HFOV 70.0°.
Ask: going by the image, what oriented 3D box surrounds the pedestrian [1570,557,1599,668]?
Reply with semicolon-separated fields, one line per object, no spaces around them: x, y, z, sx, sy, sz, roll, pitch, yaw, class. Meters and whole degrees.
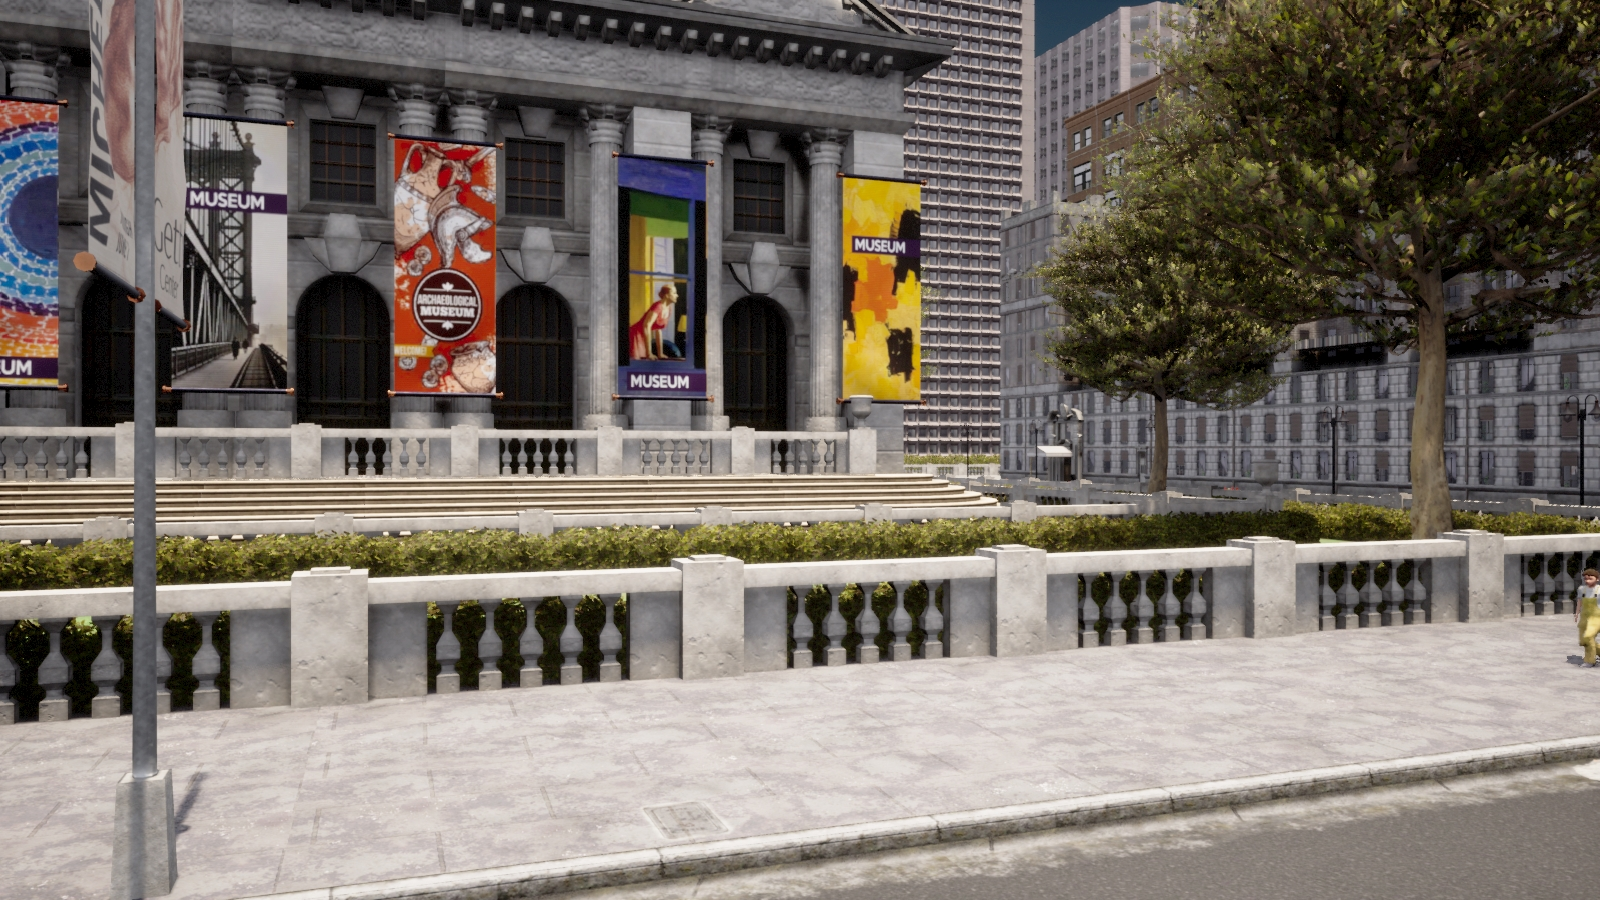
9.785;1.982;14.046;0.375;1.300;0.375;0;0;-20;pedestrian
